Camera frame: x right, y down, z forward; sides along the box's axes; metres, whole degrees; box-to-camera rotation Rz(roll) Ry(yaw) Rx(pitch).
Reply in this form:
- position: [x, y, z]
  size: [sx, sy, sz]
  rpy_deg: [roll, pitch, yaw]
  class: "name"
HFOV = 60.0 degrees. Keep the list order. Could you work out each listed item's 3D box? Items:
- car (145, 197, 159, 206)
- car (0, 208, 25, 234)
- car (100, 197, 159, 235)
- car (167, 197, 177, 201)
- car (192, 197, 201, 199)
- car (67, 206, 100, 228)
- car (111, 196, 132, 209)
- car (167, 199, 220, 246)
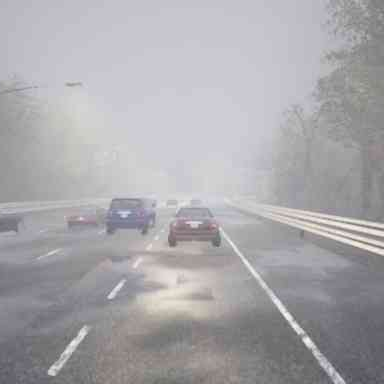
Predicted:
- position: [-6.904, 1.632, 58.026]
  size: [1.882, 1.535, 5.008]
  rpy_deg: [0, 0, 0]
  class: "car"
- position: [-10.401, 1.538, 16.979]
  size: [2.128, 1.511, 4.902]
  rpy_deg: [0, 0, 0]
  class: "car"
- position: [-3.403, 1.274, 19.368]
  size: [2.150, 2.045, 5.566]
  rpy_deg: [0, 0, 0]
  class: "car"
- position: [-3.405, 1.633, 58.409]
  size: [1.882, 1.535, 5.008]
  rpy_deg: [0, 0, 0]
  class: "car"
- position: [0.811, 1.632, 58.442]
  size: [1.882, 1.535, 5.008]
  rpy_deg: [0, 0, 4]
  class: "car"
- position: [-6.902, 1.625, 22.708]
  size: [1.994, 1.385, 4.181]
  rpy_deg: [0, 0, 0]
  class: "car"
- position: [-10.403, 1.484, 49.452]
  size: [2.097, 1.767, 4.553]
  rpy_deg: [0, 0, 0]
  class: "car"
- position: [0.099, 1.393, 15.622]
  size: [2.097, 1.767, 4.553]
  rpy_deg: [0, 0, 0]
  class: "car"
